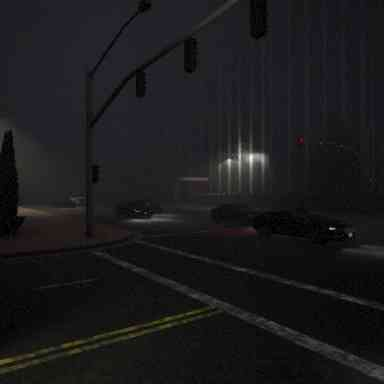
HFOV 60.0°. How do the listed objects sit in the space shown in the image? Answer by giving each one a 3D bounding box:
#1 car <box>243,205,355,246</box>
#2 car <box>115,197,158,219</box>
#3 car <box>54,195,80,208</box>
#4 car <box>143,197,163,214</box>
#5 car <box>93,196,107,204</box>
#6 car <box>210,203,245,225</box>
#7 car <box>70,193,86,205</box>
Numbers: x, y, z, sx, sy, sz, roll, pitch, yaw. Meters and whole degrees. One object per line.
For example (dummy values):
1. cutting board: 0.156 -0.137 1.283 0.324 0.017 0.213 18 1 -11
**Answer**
1. car: 5.028 1.492 15.579 2.128 1.511 4.902 0 0 -36
2. car: -5.266 1.504 29.611 1.837 1.490 4.892 0 0 -36
3. car: -18.245 1.548 47.534 2.033 1.411 5.357 0 0 -36
4. car: -4.906 1.351 35.074 2.097 1.767 4.553 0 0 -36
5. car: -18.643 1.478 66.247 1.882 1.535 5.008 0 0 -36
6. car: 3.208 1.526 23.947 1.812 1.442 4.674 0 0 -36
7. car: -18.388 1.223 53.750 2.150 2.045 5.566 0 0 -35
